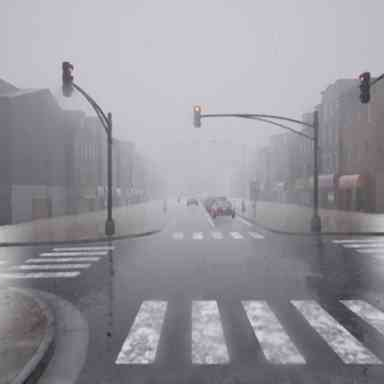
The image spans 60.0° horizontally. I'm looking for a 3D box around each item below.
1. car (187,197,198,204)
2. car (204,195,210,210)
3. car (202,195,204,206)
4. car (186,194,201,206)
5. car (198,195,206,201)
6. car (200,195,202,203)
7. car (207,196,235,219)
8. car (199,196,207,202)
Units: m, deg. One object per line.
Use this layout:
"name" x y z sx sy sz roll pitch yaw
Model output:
"car" 0.145 1.683 65.224 1.994 1.385 4.181 0 0 0
"car" 2.706 1.349 35.144 2.192 1.841 5.009 -1 0 0
"car" 2.718 1.360 40.546 2.192 1.841 5.009 -1 0 0
"car" 0.122 1.589 54.804 1.837 1.490 4.892 0 0 0
"car" 2.839 1.681 94.570 1.967 1.590 4.097 -1 0 0
"car" 2.743 1.514 51.351 1.967 1.590 4.097 -1 0 0
"car" 2.695 1.463 29.742 1.967 1.590 4.097 -1 0 0
"car" 2.816 1.774 83.764 1.802 1.307 4.206 -1 0 0
